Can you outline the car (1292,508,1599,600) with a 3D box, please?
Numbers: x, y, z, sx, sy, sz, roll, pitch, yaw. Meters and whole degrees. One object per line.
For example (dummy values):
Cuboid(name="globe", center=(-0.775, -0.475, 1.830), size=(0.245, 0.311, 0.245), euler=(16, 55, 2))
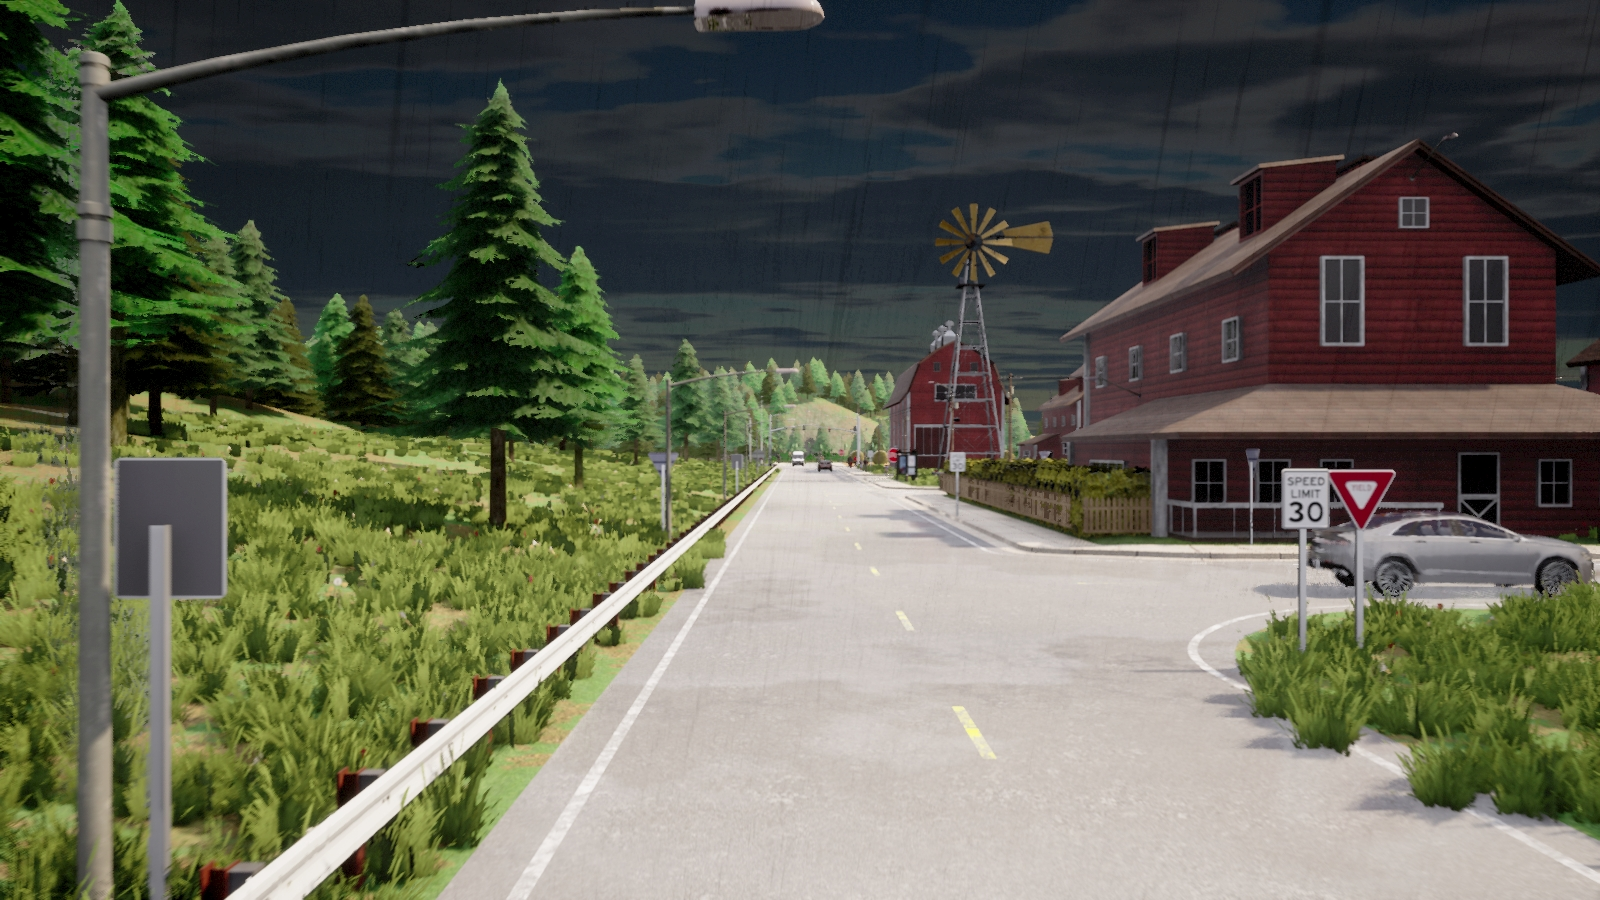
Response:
Cuboid(name="car", center=(12.115, 1.907, 21.388), size=(4.902, 1.511, 2.128), euler=(0, 0, 2))
